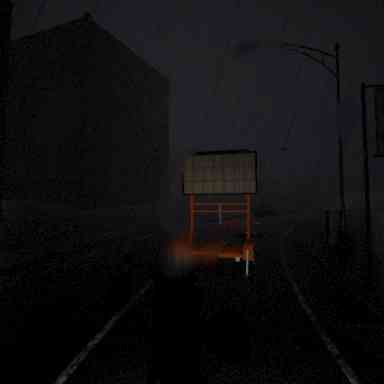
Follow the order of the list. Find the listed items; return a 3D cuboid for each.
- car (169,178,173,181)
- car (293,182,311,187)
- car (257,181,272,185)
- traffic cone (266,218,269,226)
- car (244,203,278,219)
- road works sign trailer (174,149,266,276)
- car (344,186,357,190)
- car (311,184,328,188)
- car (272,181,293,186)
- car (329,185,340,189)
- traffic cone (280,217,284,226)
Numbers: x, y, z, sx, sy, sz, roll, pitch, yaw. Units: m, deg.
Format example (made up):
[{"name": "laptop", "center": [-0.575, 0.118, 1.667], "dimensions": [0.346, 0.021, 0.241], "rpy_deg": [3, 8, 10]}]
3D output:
[{"name": "car", "center": [-5.963, -2.461, 63.433], "dimensions": [4.553, 1.767, 2.185], "rpy_deg": [2, -5, -23]}, {"name": "car", "center": [24.296, -1.481, 76.748], "dimensions": [4.553, 1.767, 2.185], "rpy_deg": [2, -5, -26]}, {"name": "car", "center": [14.310, -1.702, 71.967], "dimensions": [4.674, 1.452, 2.002], "rpy_deg": [2, -5, -24]}, {"name": "traffic cone", "center": [5.161, 2.062, 22.969], "dimensions": [0.340, 0.580, 0.340], "rpy_deg": [-2, -1, 16]}, {"name": "car", "center": [6.729, 1.814, 32.251], "dimensions": [2.128, 1.511, 4.902], "rpy_deg": [-3, -2, 34]}, {"name": "road works sign trailer", "center": [0.918, 0.487, 10.640], "dimensions": [2.380, 3.560, 2.880], "rpy_deg": [-1, 0, 17]}, {"name": "car", "center": [38.918, -0.706, 84.710], "dimensions": [4.892, 1.521, 2.231], "rpy_deg": [3, -5, -30]}, {"name": "car", "center": [29.374, -1.112, 79.377], "dimensions": [4.792, 1.488, 2.163], "rpy_deg": [2, -5, -27]}, {"name": "car", "center": [19.339, -1.553, 74.306], "dimensions": [5.008, 1.535, 2.097], "rpy_deg": [2, -5, -25]}, {"name": "car", "center": [34.217, -0.887, 82.015], "dimensions": [4.674, 1.452, 2.002], "rpy_deg": [3, -5, -29]}, {"name": "traffic cone", "center": [6.113, 2.031, 22.681], "dimensions": [0.340, 0.580, 0.340], "rpy_deg": [-2, -1, 17]}]
